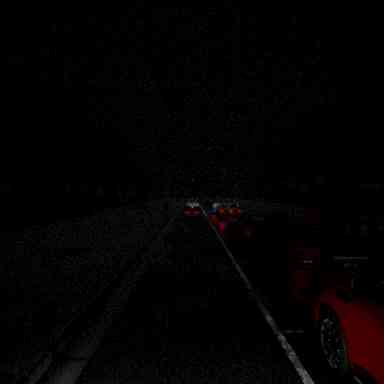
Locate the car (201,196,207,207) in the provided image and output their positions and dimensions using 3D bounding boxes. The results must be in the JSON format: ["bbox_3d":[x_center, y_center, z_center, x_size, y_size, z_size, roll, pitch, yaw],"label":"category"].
[{"bbox_3d":[2.645,1.671,51.100,1.802,1.307,4.206,-1,0,0],"label":"car"}]

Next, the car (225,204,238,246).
[{"bbox_3d":[2.633,1.451,13.283,1.967,1.590,4.097,-1,0,0],"label":"car"}]

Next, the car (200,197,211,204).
[{"bbox_3d":[2.649,1.708,67.307,1.947,1.339,4.313,-1,0,0],"label":"car"}]

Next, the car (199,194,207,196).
[{"bbox_3d":[2.647,1.563,61.905,1.967,1.590,4.097,-1,0,0],"label":"car"}]

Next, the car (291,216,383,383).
[{"bbox_3d":[2.629,1.316,2.478,2.192,1.841,5.009,-1,0,0],"label":"car"}]

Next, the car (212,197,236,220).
[{"bbox_3d":[3.034,1.492,28.466,1.801,1.575,5.366,0,0,0],"label":"car"}]

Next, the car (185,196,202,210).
[{"bbox_3d":[0.014,1.583,44.159,1.895,1.301,4.718,0,0,0],"label":"car"}]

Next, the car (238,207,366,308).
[{"bbox_3d":[2.631,1.321,7.881,2.192,1.841,5.009,-1,0,0],"label":"car"}]

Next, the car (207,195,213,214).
[{"bbox_3d":[2.999,1.404,35.247,2.097,1.767,4.553,0,0,0],"label":"car"}]
